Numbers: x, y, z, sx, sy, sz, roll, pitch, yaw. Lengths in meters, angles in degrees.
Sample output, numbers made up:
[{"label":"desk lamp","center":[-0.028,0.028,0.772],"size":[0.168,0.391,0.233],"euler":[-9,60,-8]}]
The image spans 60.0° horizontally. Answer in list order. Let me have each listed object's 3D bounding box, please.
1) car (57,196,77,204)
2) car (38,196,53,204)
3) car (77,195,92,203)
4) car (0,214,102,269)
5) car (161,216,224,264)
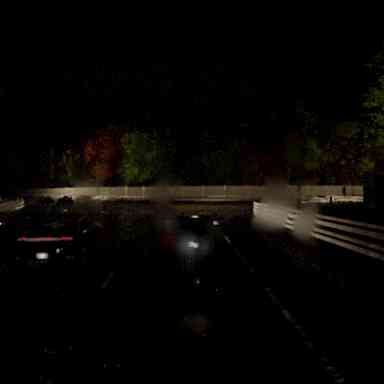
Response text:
[{"label":"car","center":[-24.023,1.486,62.974],"size":[1.994,1.385,4.181],"euler":[0,0,-38]},{"label":"car","center":[-26.866,1.476,60.933],"size":[1.812,1.442,4.674],"euler":[0,0,-38]},{"label":"car","center":[-21.179,1.392,65.015],"size":[1.837,1.490,4.892],"euler":[0,0,-38]},{"label":"car","center":[-4.254,1.480,11.251],"size":[2.128,1.511,4.902],"euler":[0,0,-6]},{"label":"car","center":[0.013,1.532,11.772],"size":[1.994,1.385,4.181],"euler":[0,0,0]}]
